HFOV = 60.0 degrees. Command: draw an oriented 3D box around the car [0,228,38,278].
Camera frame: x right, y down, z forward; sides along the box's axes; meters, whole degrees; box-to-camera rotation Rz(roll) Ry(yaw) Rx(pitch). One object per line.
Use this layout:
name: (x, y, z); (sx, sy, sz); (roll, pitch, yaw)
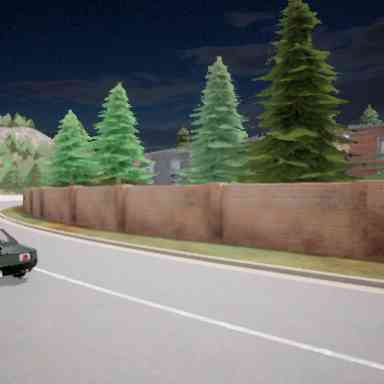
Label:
car: (-6.093, 1.588, 8.960); (4.718, 1.301, 1.895); (0, 0, 41)
